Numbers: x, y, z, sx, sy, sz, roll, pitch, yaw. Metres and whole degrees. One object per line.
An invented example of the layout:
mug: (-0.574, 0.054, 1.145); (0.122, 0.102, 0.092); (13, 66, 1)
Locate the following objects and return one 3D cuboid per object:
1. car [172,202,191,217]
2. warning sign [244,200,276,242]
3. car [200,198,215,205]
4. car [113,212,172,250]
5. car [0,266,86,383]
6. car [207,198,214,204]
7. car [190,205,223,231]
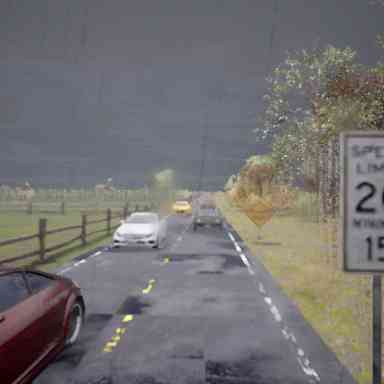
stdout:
car: (-1.129, 1.829, 36.758); (1.882, 1.535, 5.008); (1, -1, 3)
warning sign: (3.105, 1.303, 15.325); (1.300, 1.860, 1.060); (0, -1, 3)
car: (2.208, 1.823, 46.873); (2.097, 1.767, 4.553); (1, 0, 2)
car: (-2.198, 1.665, 15.327); (1.812, 1.442, 4.674); (1, 0, 3)
car: (-2.741, 1.577, 3.596); (1.994, 1.385, 4.181); (0, -1, 3)
car: (5.080, 2.352, 90.301); (1.812, 1.442, 4.674); (1, 0, 3)
car: (1.095, 1.842, 22.739); (1.895, 1.301, 4.718); (1, -1, 3)
